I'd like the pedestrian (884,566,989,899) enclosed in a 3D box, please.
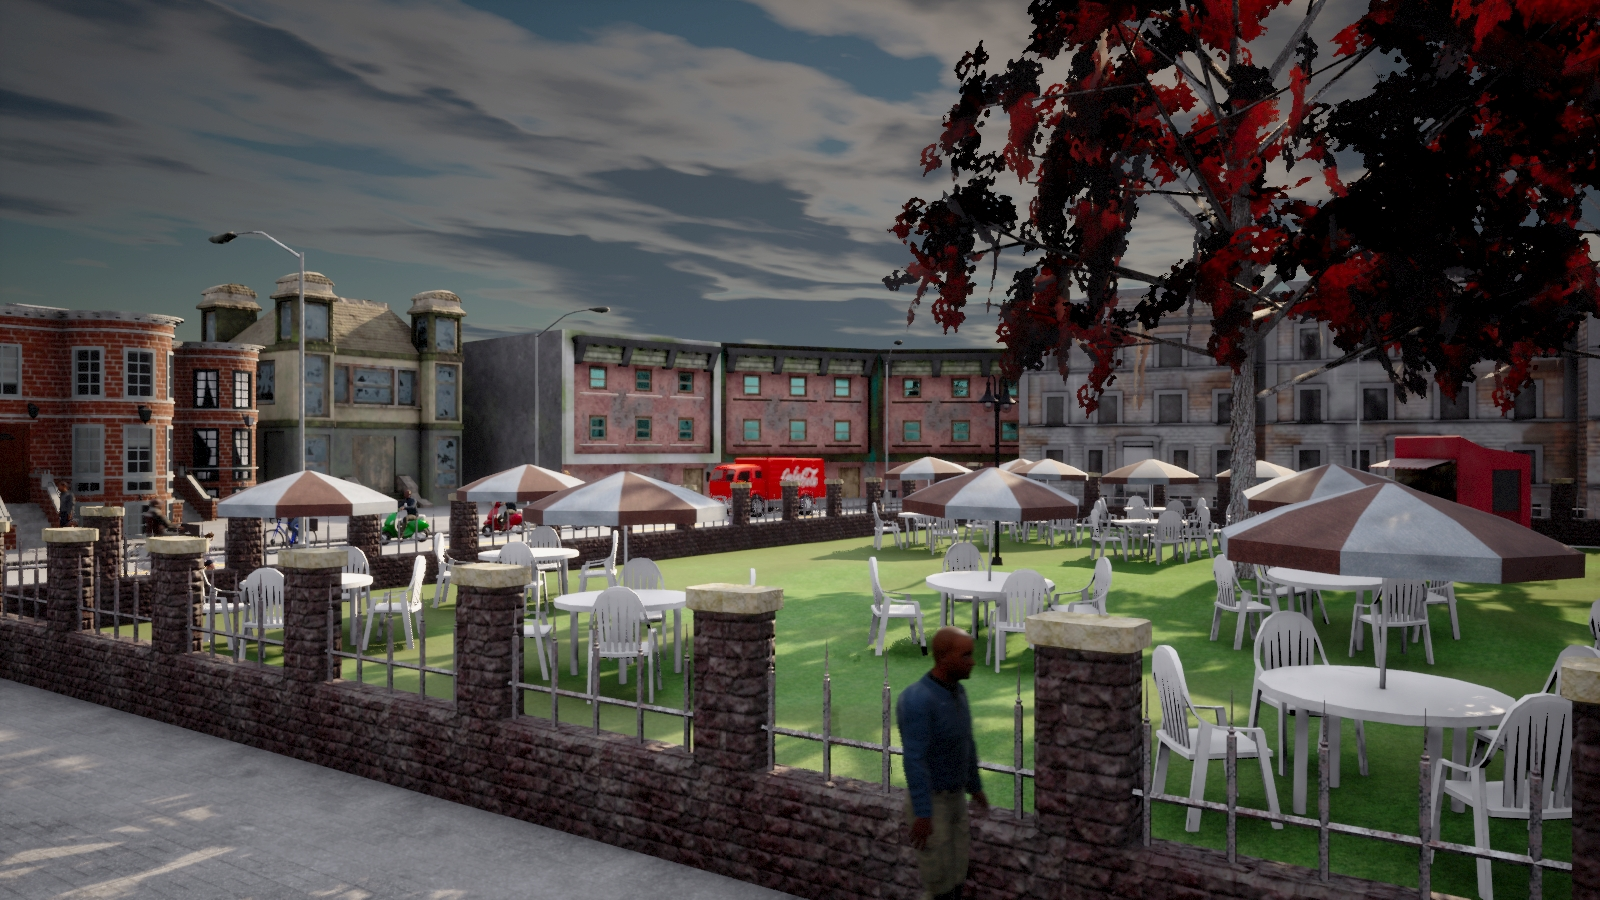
[{"bbox_3d":[0.670,1.523,5.580,0.375,1.860,0.375,0,0,35],"label":"pedestrian"}]

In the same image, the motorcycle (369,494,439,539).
[{"bbox_3d":[-11.759,1.950,33.969,0.856,1.236,1.805,0,0,35],"label":"motorcycle"}]

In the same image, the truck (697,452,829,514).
[{"bbox_3d":[-1.503,1.343,48.372,2.627,2.467,5.204,0,0,44],"label":"truck"}]

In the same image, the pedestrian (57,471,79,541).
[{"bbox_3d":[-19.746,1.511,30.821,0.375,1.860,0.375,0,0,36],"label":"pedestrian"}]

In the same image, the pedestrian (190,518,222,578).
[{"bbox_3d":[-11.535,1.888,22.175,0.500,1.100,0.500,0,0,-33],"label":"pedestrian"}]
